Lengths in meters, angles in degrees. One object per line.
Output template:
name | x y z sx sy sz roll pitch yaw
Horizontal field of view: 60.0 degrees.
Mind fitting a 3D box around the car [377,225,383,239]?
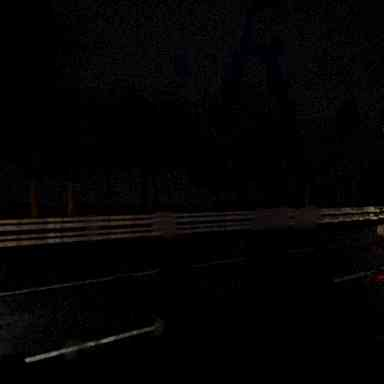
car | 10.847 1.763 15.787 4.718 1.301 1.895 1 0 -36
